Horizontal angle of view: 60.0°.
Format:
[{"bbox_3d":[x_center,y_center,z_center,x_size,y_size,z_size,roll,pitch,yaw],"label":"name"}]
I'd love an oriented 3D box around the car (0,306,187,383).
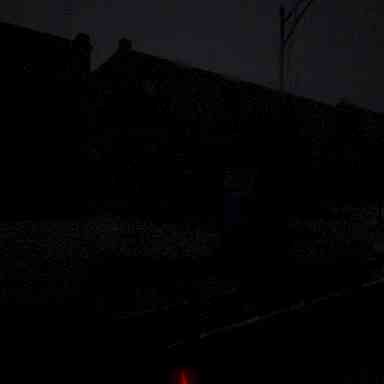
[{"bbox_3d":[-2.003,1.563,1.956,4.181,1.385,1.994,0,0,-35],"label":"car"}]
